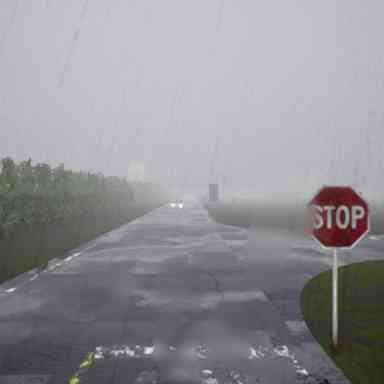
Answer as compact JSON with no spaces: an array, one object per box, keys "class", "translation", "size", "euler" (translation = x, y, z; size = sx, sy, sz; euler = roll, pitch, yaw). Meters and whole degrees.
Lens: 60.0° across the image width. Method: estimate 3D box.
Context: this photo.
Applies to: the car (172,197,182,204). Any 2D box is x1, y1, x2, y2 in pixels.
[{"class":"car","translation":[-2.856,1.569,65.318],"size":[1.895,1.301,4.718],"euler":[0,0,0]}]
